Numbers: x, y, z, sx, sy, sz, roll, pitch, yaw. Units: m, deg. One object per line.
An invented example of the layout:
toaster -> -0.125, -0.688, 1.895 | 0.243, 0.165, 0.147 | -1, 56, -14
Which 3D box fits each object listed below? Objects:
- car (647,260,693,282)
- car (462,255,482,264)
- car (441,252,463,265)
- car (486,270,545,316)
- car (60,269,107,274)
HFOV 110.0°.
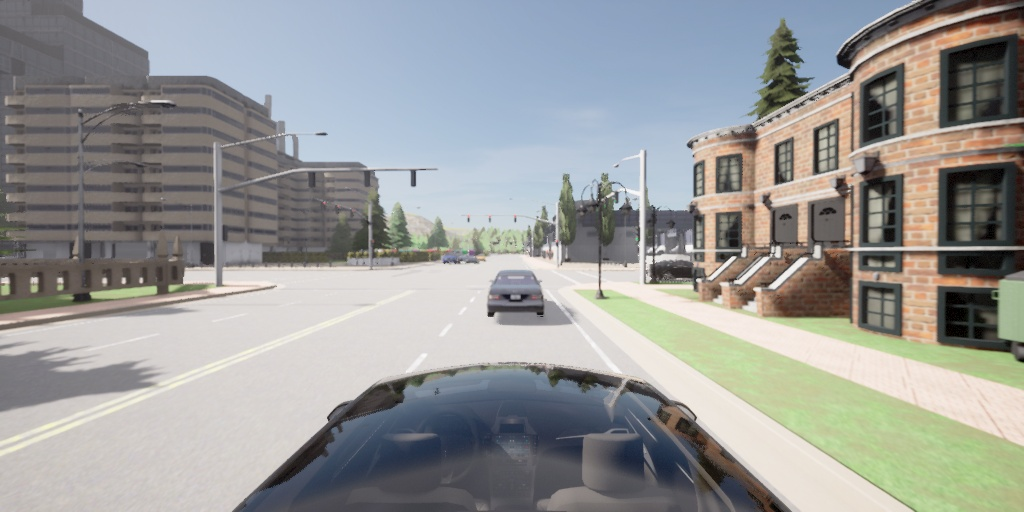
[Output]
car -> 12.162, 1.013, 25.424 | 4.892, 1.490, 1.837 | 0, 0, 1
car -> -6.730, 0.716, 60.702 | 1.994, 1.385, 4.181 | 0, 1, 1
car -> -10.224, 0.372, 60.670 | 2.150, 2.045, 5.566 | 0, 1, 1
car -> 0.131, 1.186, 12.697 | 2.033, 1.411, 5.357 | 0, 1, 1
car -> -33.839, 1.018, 29.491 | 5.357, 1.411, 2.033 | 0, 1, 0
